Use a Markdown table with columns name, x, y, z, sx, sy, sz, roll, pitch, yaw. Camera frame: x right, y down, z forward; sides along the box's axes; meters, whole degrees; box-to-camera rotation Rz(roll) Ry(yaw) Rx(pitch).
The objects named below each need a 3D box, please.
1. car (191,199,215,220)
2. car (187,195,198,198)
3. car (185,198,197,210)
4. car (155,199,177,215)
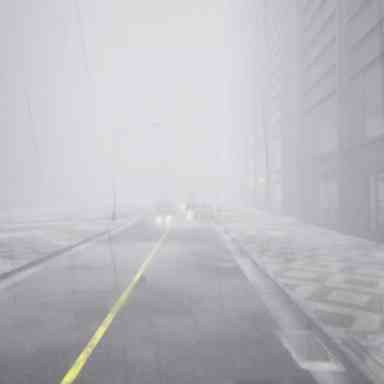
| name | x | y | z | sx | sy | sz | roll | pitch | yaw |
| --- | --- | --- | --- | --- | --- | --- | --- | --- | --- |
| car | 1.070 | 1.677 | 30.493 | 1.801 | 1.575 | 5.366 | 0 | 0 | 0 |
| car | 0.050 | 1.709 | 75.192 | 2.150 | 2.045 | 5.566 | 0 | 0 | 0 |
| car | 0.043 | 1.922 | 48.810 | 1.994 | 1.385 | 4.181 | 0 | 0 | 1 |
| car | -3.059 | 1.768 | 37.821 | 2.128 | 1.511 | 4.902 | 0 | 0 | 0 |
